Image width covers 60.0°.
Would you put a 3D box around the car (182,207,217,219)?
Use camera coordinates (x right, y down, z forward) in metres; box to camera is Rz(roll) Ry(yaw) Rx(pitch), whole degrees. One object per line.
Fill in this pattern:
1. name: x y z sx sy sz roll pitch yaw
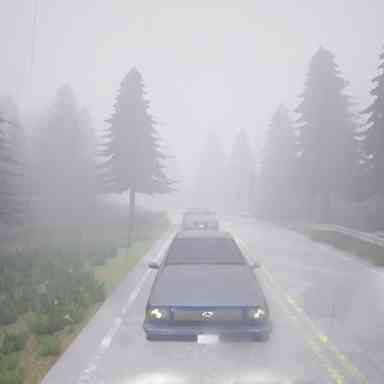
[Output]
1. car: 0.404 1.585 19.139 1.994 1.385 4.181 0 0 -2

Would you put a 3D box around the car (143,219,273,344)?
1. car: 0.251 1.558 7.054 2.033 1.411 5.357 0 0 1
